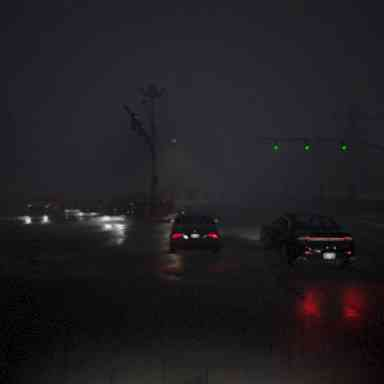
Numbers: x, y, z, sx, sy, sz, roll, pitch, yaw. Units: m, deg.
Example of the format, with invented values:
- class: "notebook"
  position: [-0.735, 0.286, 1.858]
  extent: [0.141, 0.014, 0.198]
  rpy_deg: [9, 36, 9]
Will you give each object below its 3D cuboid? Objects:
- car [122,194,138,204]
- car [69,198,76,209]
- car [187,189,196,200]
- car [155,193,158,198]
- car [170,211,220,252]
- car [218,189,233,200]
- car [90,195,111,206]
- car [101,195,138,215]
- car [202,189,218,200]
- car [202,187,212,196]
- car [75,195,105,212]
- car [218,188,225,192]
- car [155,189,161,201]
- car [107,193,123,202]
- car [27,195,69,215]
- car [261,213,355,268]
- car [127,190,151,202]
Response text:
- class: "car"
  position: [-10.569, 1.123, 56.828]
  extent: [1.882, 1.535, 5.008]
  rpy_deg: [0, 2, 0]
- class: "car"
  position: [-14.096, 1.381, 41.900]
  extent: [2.033, 1.411, 5.357]
  rpy_deg: [0, 0, 0]
- class: "car"
  position: [-0.116, 0.718, 65.329]
  extent: [1.837, 1.490, 4.892]
  rpy_deg: [0, 4, 0]
- class: "car"
  position: [-7.077, 1.300, 52.936]
  extent: [2.033, 1.411, 5.357]
  rpy_deg: [0, 1, 0]
- class: "car"
  position: [0.099, 1.493, 13.504]
  extent: [2.033, 1.411, 5.357]
  rpy_deg: [0, 0, 0]
- class: "car"
  position: [6.882, 0.752, 65.740]
  extent: [1.994, 1.385, 4.181]
  rpy_deg: [0, 4, 0]
- class: "car"
  position: [-14.073, 1.282, 51.425]
  extent: [1.837, 1.490, 4.892]
  rpy_deg: [0, 1, 0]
- class: "car"
  position: [-7.069, 1.361, 32.845]
  extent: [2.128, 1.511, 4.902]
  rpy_deg: [0, 0, -1]
- class: "car"
  position: [3.384, 0.559, 65.430]
  extent: [2.097, 1.767, 4.553]
  rpy_deg: [0, 4, 0]
- class: "car"
  position: [3.328, -0.110, 75.373]
  extent: [1.994, 1.385, 4.181]
  rpy_deg: [0, 7, 0]
- class: "car"
  position: [-10.600, 1.402, 36.508]
  extent: [2.033, 1.411, 5.357]
  rpy_deg: [0, 0, 0]
- class: "car"
  position: [6.828, -0.162, 75.386]
  extent: [1.837, 1.490, 4.892]
  rpy_deg: [0, 7, 0]
- class: "car"
  position: [-7.105, 0.552, 63.426]
  extent: [2.150, 2.045, 5.566]
  rpy_deg: [0, 3, 0]
- class: "car"
  position: [-14.094, 1.049, 61.339]
  extent: [1.895, 1.301, 4.718]
  rpy_deg: [0, 3, 0]
- class: "car"
  position: [-14.101, 1.223, 32.435]
  extent: [2.097, 1.767, 4.553]
  rpy_deg: [0, 0, 0]
- class: "car"
  position: [3.599, 1.447, 11.135]
  extent: [2.128, 1.511, 4.902]
  rpy_deg: [0, 0, 0]
- class: "car"
  position: [-7.096, 1.051, 42.697]
  extent: [2.150, 2.045, 5.566]
  rpy_deg: [0, 0, 0]
